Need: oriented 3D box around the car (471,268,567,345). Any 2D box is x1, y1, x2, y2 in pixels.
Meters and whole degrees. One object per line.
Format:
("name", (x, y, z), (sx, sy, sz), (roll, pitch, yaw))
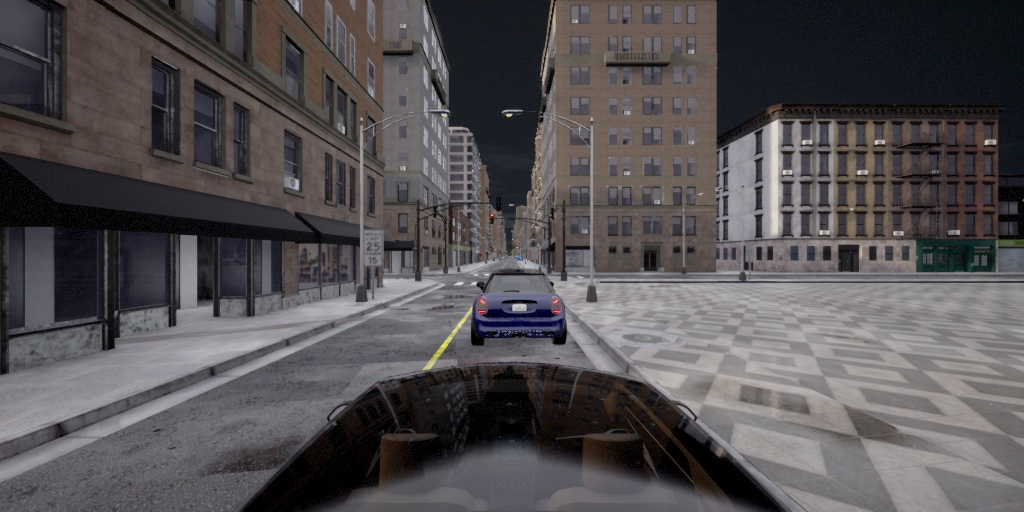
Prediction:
("car", (0.102, 1.102, 9.640), (2.097, 1.767, 4.553), (0, 0, -1))
